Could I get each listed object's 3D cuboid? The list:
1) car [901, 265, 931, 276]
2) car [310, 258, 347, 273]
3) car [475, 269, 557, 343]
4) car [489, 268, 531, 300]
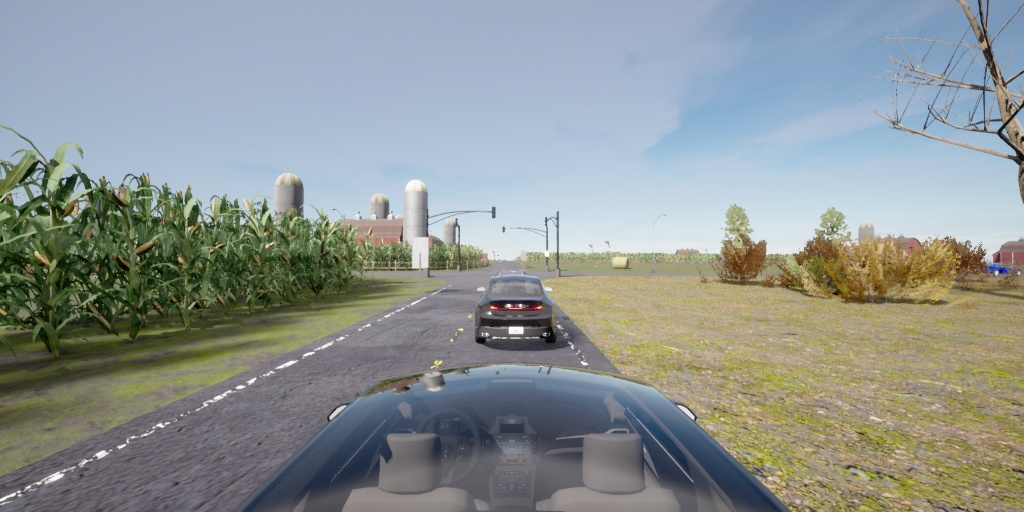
[{"bbox_3d":[48.559,1.768,42.536,4.181,1.385,1.994,1,-1,-5],"label":"car"},{"bbox_3d":[-19.828,0.931,37.659,4.553,1.767,2.097,0,-1,-3],"label":"car"},{"bbox_3d":[0.080,1.259,9.672,1.837,1.490,4.892,0,0,0],"label":"car"},{"bbox_3d":[0.032,1.360,18.823,1.895,1.301,4.718,0,0,4],"label":"car"}]
